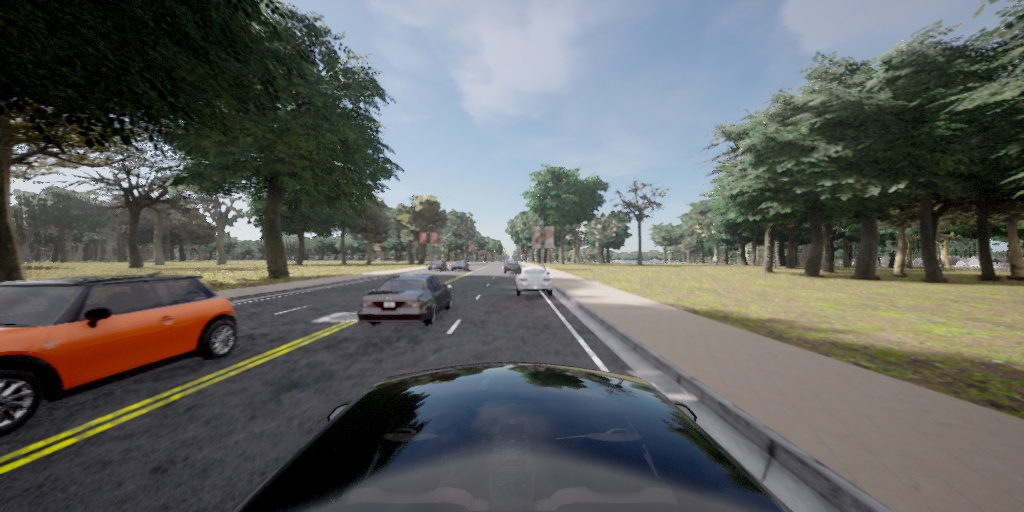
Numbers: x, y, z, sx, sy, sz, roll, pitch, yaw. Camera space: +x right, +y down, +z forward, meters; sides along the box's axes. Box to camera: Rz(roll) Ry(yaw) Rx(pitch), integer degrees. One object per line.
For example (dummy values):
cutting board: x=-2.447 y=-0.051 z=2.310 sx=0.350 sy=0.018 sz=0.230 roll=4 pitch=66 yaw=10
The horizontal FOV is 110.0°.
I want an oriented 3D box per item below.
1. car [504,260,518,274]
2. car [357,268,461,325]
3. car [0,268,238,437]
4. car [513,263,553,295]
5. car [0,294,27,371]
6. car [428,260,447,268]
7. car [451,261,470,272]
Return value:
car: x=0.013 y=1.236 z=41.491 sx=2.128 sy=1.511 sz=4.902 roll=0 pitch=0 yaw=0
car: x=-3.155 y=1.297 z=11.730 sx=2.033 sy=1.411 sz=5.357 roll=0 pitch=0 yaw=0
car: x=-6.600 y=1.102 z=5.306 sx=2.097 sy=1.767 sz=4.553 roll=0 pitch=0 yaw=0
car: x=1.125 y=1.272 z=19.478 sx=1.812 sy=1.442 sz=4.674 roll=0 pitch=0 yaw=0
car: x=-9.852 y=1.351 z=4.224 sx=1.895 sy=1.301 sz=4.718 roll=0 pitch=0 yaw=0
car: x=-9.846 y=1.245 z=47.773 sx=2.128 sy=1.511 sz=4.902 roll=0 pitch=0 yaw=0
car: x=-6.615 y=1.297 z=46.432 sx=2.033 sy=1.411 sz=5.357 roll=0 pitch=0 yaw=0
